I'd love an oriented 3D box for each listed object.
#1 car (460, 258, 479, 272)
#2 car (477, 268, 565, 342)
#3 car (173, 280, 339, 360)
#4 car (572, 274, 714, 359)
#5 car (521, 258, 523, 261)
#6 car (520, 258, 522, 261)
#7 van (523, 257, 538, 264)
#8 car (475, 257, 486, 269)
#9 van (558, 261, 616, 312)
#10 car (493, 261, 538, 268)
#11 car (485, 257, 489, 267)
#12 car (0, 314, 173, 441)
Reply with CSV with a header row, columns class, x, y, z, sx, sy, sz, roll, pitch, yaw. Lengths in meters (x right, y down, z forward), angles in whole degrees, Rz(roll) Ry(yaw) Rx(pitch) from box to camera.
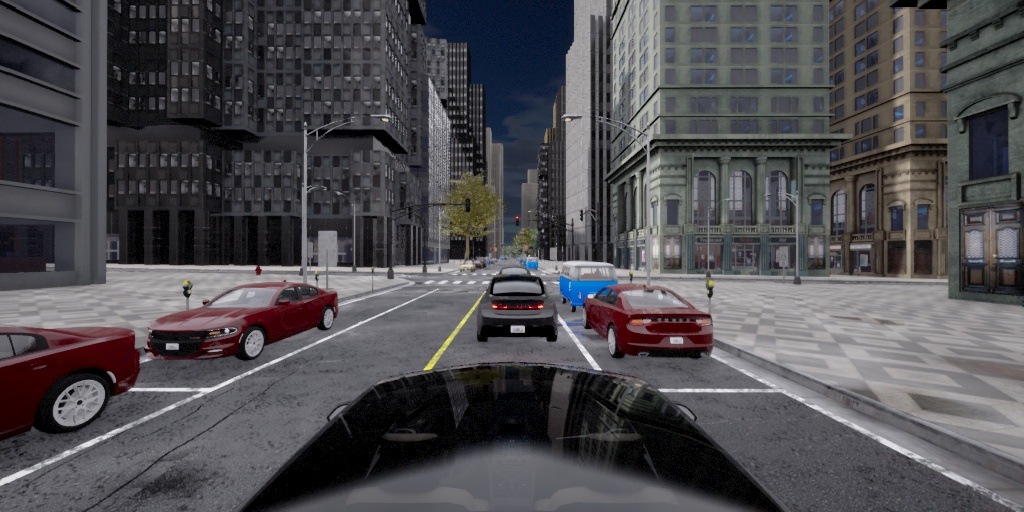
class,x,y,z,sx,sy,sz,roll,pitch,yaw
car,-5.670,1.296,46.258,1.751,1.417,4.829,0,0,0
car,0.119,1.256,9.774,1.837,1.490,4.892,0,0,0
car,-5.765,1.296,8.335,1.888,1.381,4.507,0,0,0
car,2.790,1.296,8.298,1.888,1.381,4.507,0,0,0
car,2.886,1.346,57.220,1.948,1.339,4.313,0,0,0
car,2.897,1.331,62.633,1.888,1.381,4.507,0,0,0
van,2.874,1.116,51.807,1.690,1.789,3.998,0,0,0
car,-5.640,1.325,57.008,1.888,1.381,4.507,0,0,0
van,2.803,1.093,13.823,1.690,1.789,3.998,0,0,0
car,0.134,1.231,18.950,1.882,1.535,5.008,0,0,0
car,-5.628,1.100,62.297,2.192,1.841,5.009,0,0,0
car,-5.776,1.295,2.810,1.888,1.381,4.507,0,0,0
